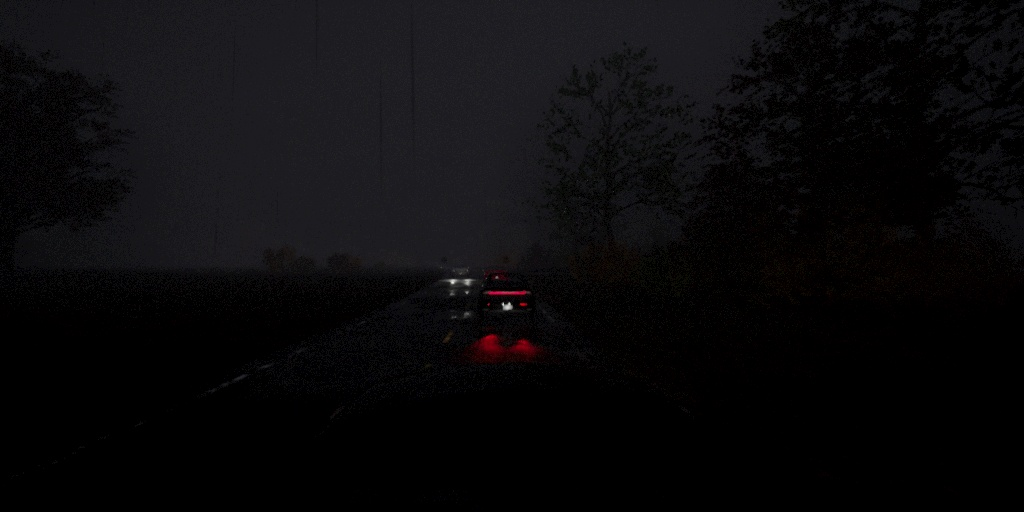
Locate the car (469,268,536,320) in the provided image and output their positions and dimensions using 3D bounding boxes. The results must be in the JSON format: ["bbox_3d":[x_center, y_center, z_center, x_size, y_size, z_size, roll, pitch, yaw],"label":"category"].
[{"bbox_3d":[-0.233,1.346,13.171,2.128,1.511,4.902,0,-1,-2],"label":"car"}]

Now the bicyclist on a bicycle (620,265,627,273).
[{"bbox_3d":[15.056,1.647,48.437,0.582,1.620,1.656,0,-1,-14],"label":"bicyclist on a bicycle"}]

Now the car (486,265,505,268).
[{"bbox_3d":[-1.326,1.473,28.553,1.882,1.535,5.008,0,-1,-5],"label":"car"}]

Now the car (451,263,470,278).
[{"bbox_3d":[-5.656,1.538,39.370,1.812,1.442,4.674,0,-1,-8],"label":"car"}]

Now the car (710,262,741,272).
[{"bbox_3d":[32.961,1.369,56.170,5.566,2.045,2.150,0,-1,-14],"label":"car"}]
